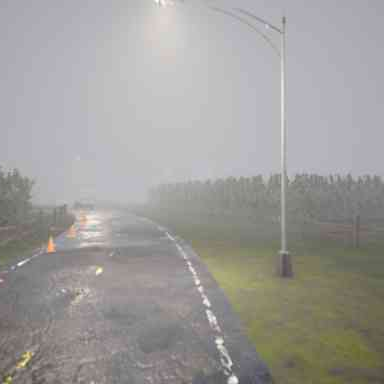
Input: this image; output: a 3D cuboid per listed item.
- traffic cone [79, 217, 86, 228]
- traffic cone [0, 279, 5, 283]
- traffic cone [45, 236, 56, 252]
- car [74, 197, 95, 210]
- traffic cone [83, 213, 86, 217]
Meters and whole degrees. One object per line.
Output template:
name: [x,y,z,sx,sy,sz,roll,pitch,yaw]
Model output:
traffic cone: [-7.619,2.188,23.013,0.340,0.580,0.340,0,-1,-14]
traffic cone: [-5.096,2.044,8.608,0.340,0.580,0.340,0,-1,-6]
traffic cone: [-5.702,2.093,13.448,0.340,0.580,0.340,0,-1,-9]
car: [-16.833,1.723,51.933,2.150,2.045,5.566,0,-1,-30]
traffic cone: [-8.924,2.233,27.713,0.340,0.580,0.340,0,-1,-17]
